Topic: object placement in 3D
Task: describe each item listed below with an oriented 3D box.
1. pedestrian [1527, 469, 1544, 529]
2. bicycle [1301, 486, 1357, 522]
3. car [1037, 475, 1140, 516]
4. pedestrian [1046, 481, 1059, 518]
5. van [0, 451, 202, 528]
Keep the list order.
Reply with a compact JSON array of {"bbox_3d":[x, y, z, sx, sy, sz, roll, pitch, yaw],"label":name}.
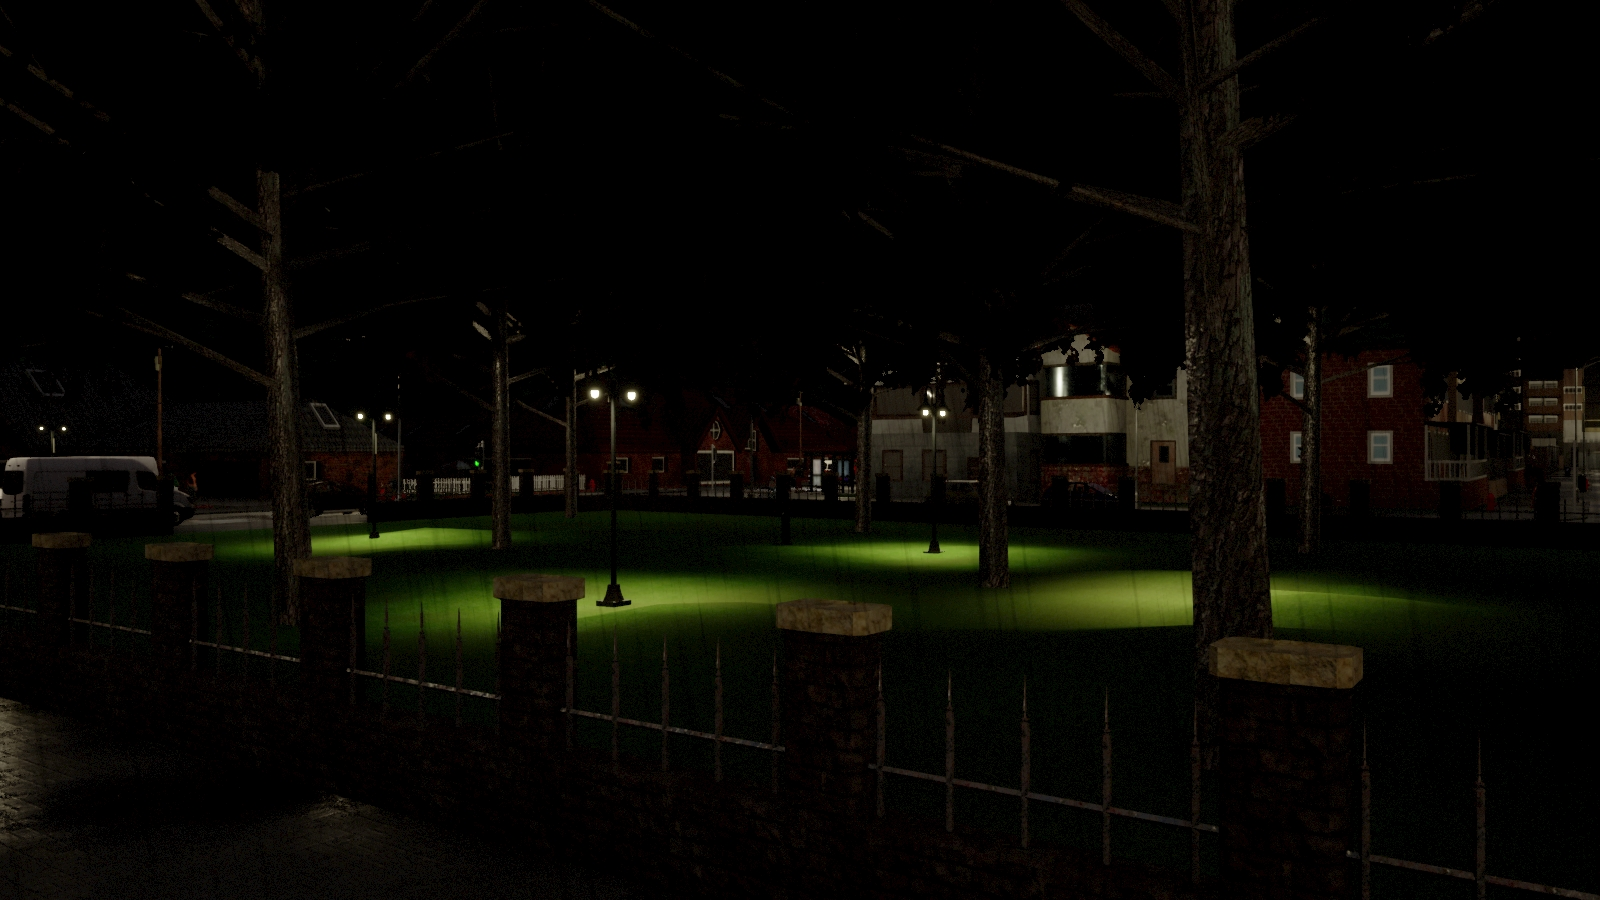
[{"bbox_3d":[23.026,1.525,35.761,0.375,1.860,0.375,0,0,-42],"label":"pedestrian"},{"bbox_3d":[19.146,1.940,41.365,1.835,1.271,0.329,0,0,35],"label":"bicycle"},{"bbox_3d":[11.752,1.818,46.570,3.633,1.501,1.845,0,0,35],"label":"car"},{"bbox_3d":[9.236,1.804,41.782,0.375,1.300,0.375,0,0,32],"label":"pedestrian"},{"bbox_3d":[-24.830,1.314,40.802,1.988,2.561,5.915,0,0,36],"label":"van"}]
